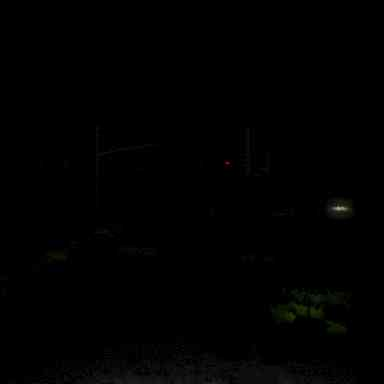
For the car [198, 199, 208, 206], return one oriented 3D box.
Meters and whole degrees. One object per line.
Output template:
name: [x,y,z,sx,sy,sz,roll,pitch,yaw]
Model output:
car: [2.487,2.327,74.291,2.033,1.411,5.357,0,-1,3]
